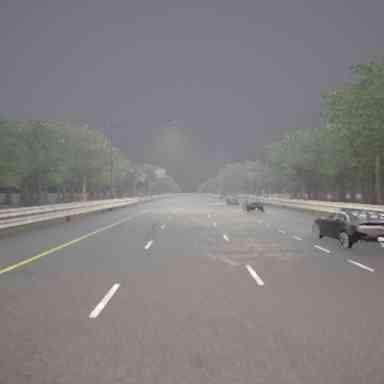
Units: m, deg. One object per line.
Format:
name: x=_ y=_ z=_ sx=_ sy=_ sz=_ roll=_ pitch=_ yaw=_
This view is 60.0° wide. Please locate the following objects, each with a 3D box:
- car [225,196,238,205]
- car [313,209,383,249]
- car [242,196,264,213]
car: x=6.722 y=1.490 z=56.511 sx=2.128 sy=1.511 sz=4.902 roll=0 pitch=0 yaw=0
car: x=6.922 y=1.508 z=14.559 sx=2.128 sy=1.511 sz=4.902 roll=0 pitch=0 yaw=0
car: x=6.810 y=1.557 z=37.439 sx=1.837 sy=1.490 sz=4.892 roll=0 pitch=0 yaw=0
